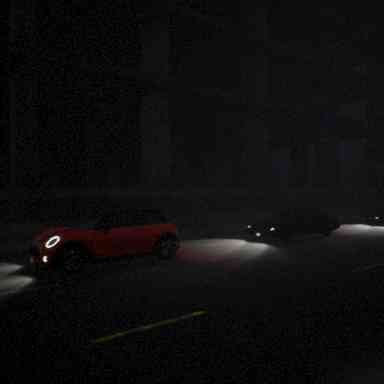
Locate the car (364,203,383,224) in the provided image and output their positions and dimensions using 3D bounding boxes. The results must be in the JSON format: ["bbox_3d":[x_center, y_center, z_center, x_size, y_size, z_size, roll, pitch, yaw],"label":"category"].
[{"bbox_3d":[13.179,1.418,21.903,4.181,1.385,1.994,0,0,-35],"label":"car"}]

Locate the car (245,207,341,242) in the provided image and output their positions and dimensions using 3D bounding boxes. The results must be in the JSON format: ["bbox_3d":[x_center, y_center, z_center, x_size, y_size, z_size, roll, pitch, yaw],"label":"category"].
[{"bbox_3d":[5.074,1.462,16.162,5.357,1.411,2.033,0,0,-35],"label":"car"}]

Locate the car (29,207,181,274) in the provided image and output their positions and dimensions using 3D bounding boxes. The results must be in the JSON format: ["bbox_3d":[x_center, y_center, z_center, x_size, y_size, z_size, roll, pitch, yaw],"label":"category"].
[{"bbox_3d":[-2.671,1.326,10.661,4.553,1.767,2.097,0,0,-35],"label":"car"}]
